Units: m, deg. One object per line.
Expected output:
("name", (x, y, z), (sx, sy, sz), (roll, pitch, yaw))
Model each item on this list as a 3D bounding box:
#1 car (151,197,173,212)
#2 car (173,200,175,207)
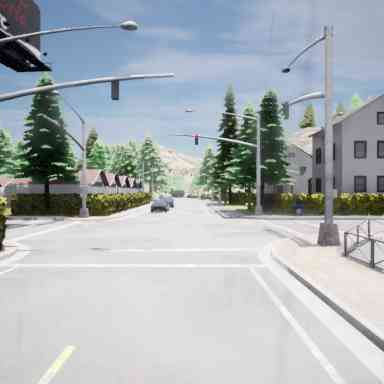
("car", (-3.621, 1.547, 38.478), (2.033, 1.411, 5.357), (0, 0, 0))
("car", (-3.609, 1.477, 48.761), (1.882, 1.535, 5.008), (0, 0, 0))
